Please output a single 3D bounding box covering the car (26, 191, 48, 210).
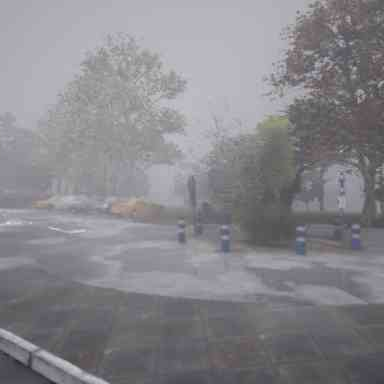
[{"bbox_3d":[-13.228,0.999,33.286,1.946,1.575,5.366,2,1,36],"label":"car"}]

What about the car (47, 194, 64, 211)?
[{"bbox_3d":[-10.881,1.109,31.807,2.002,1.452,4.674,2,1,36],"label":"car"}]

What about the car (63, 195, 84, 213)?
[{"bbox_3d":[-8.655,1.165,30.158,2.163,1.488,4.792,2,1,36],"label":"car"}]

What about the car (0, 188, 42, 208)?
[{"bbox_3d":[-17.579,0.617,36.709,2.435,2.045,5.566,2,1,36],"label":"car"}]

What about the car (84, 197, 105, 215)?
[{"bbox_3d":[-6.477,1.073,28.651,2.185,1.767,4.553,2,1,36],"label":"car"}]

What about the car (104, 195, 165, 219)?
[{"bbox_3d":[-4.259,1.266,26.995,2.097,1.535,5.008,2,1,36],"label":"car"}]
